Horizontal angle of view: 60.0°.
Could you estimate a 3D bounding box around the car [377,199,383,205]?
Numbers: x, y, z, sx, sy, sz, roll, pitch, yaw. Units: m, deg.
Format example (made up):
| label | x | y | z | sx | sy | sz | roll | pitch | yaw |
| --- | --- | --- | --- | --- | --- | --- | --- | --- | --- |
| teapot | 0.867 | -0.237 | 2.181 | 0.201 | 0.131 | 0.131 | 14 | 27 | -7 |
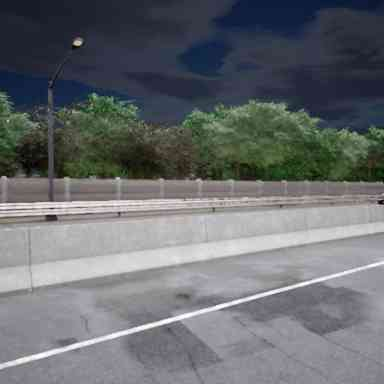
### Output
| label | x | y | z | sx | sy | sz | roll | pitch | yaw |
| --- | --- | --- | --- | --- | --- | --- | --- | --- | --- |
| car | 25.789 | 1.157 | 42.659 | 4.718 | 1.301 | 1.895 | -1 | 0 | -33 |
